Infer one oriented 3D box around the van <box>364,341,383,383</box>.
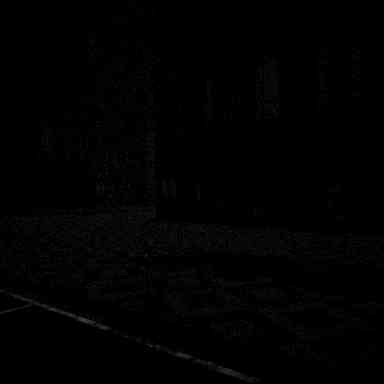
[{"bbox_3d":[2.713,1.341,1.049,3.998,1.788,1.690,0,0,35],"label":"van"}]
